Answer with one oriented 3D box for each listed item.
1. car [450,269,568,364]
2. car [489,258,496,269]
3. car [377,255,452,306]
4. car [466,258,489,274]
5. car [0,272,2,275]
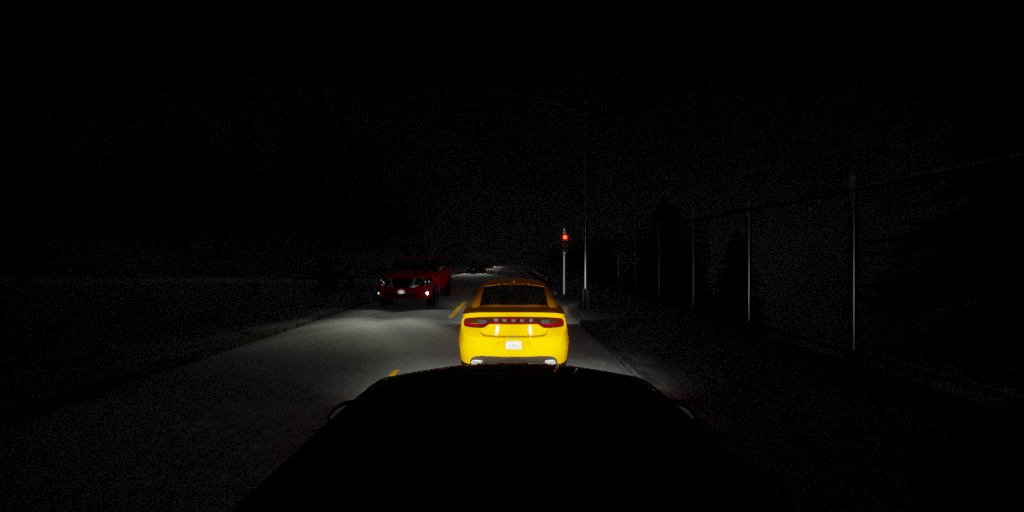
[{"bbox_3d":[0.047,1.228,8.009,1.882,1.535,5.008,0,0,0],"label":"car"},{"bbox_3d":[-4.081,1.105,56.707,2.097,1.767,4.553,0,0,0],"label":"car"},{"bbox_3d":[-4.099,0.971,16.030,2.150,2.045,5.566,0,0,0],"label":"car"},{"bbox_3d":[-4.152,1.255,41.741,1.837,1.490,4.892,0,0,1],"label":"car"},{"bbox_3d":[-48.083,1.297,31.190,5.357,1.411,2.033,0,0,1],"label":"car"}]
